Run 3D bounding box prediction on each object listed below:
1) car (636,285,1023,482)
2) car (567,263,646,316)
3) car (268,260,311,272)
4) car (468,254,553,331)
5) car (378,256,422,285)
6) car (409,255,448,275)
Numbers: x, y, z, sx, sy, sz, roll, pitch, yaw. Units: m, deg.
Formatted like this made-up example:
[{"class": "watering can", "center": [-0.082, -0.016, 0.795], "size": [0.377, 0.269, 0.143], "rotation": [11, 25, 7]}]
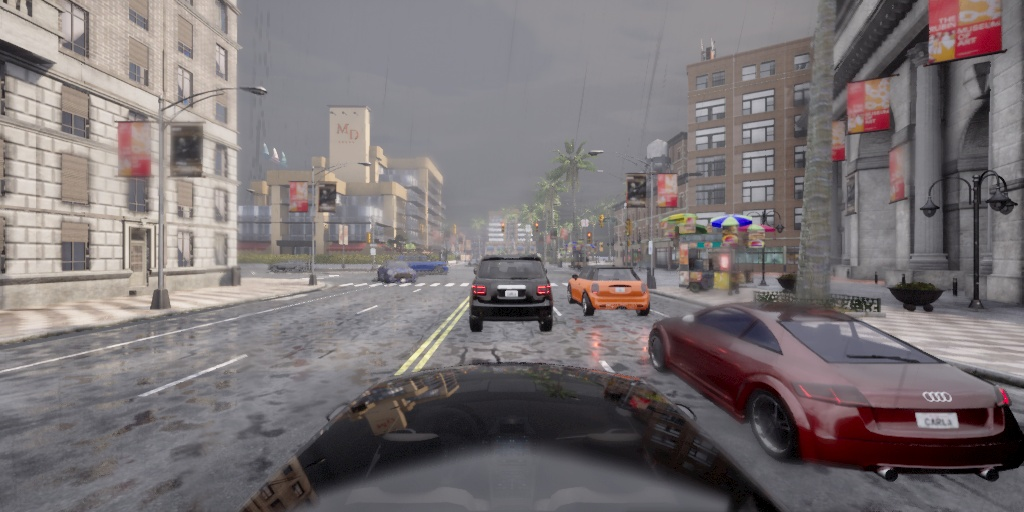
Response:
[{"class": "car", "center": [3.478, 1.314, 4.938], "size": [1.994, 1.385, 4.181], "rotation": [0, 0, 0]}, {"class": "car", "center": [3.432, 1.102, 13.570], "size": [2.097, 1.767, 4.553], "rotation": [0, 0, -1]}, {"class": "car", "center": [-28.141, 1.241, 45.450], "size": [4.902, 1.511, 2.128], "rotation": [0, 0, -1]}, {"class": "car", "center": [-0.043, 0.971, 11.085], "size": [2.150, 2.045, 5.566], "rotation": [0, 0, -1]}, {"class": "car", "center": [-8.517, 1.102, 26.468], "size": [2.097, 1.767, 4.553], "rotation": [0, 0, -29]}, {"class": "car", "center": [-9.753, 0.971, 38.551], "size": [5.566, 2.045, 2.150], "rotation": [0, 1, -14]}]
